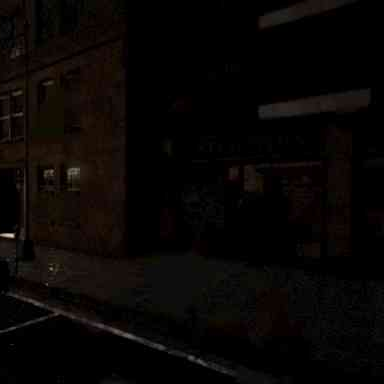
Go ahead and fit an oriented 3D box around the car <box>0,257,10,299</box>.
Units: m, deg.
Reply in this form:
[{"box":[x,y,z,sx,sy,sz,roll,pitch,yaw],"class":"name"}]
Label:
[{"box":[-5.516,1.550,6.999,4.403,1.369,2.008,0,0,35],"class":"car"}]
